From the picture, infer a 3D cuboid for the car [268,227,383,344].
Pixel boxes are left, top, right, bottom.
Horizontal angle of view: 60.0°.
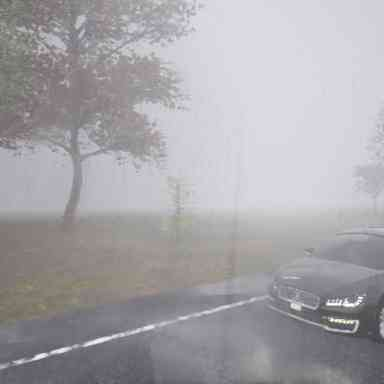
[{"bbox_3d":[3.577,1.502,6.481,4.892,1.490,1.837,0,0,-35],"label":"car"}]
